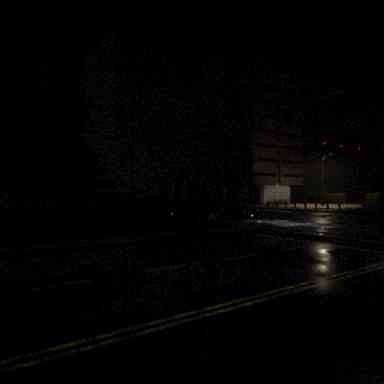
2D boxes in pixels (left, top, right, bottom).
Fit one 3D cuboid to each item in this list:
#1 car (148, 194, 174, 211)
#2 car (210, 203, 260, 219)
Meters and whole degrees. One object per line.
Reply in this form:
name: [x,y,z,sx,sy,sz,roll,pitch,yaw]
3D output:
car: [-3.292,1.219,38.712,2.150,2.045,5.566,0,0,-35]
car: [3.678,1.601,28.872,1.895,1.301,4.718,0,0,-34]
